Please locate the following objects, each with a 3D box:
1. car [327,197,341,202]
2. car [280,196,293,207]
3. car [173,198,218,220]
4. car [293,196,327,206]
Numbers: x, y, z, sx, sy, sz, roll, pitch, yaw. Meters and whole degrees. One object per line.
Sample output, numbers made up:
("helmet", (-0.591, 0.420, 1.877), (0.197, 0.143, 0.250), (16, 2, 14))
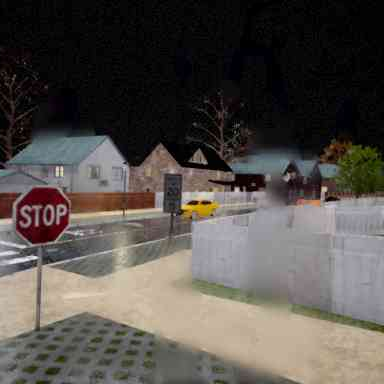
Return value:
("car", (21.312, 1.422, 50.323), (1.812, 1.442, 4.674), (4, 3, 41))
("car", (14.009, 1.322, 45.814), (2.033, 1.411, 5.357), (4, 3, 38))
("car", (0.309, 1.276, 26.800), (1.882, 1.535, 5.008), (4, 2, 33))
("car", (15.150, 1.288, 42.626), (2.097, 1.767, 4.553), (4, 3, 39))
